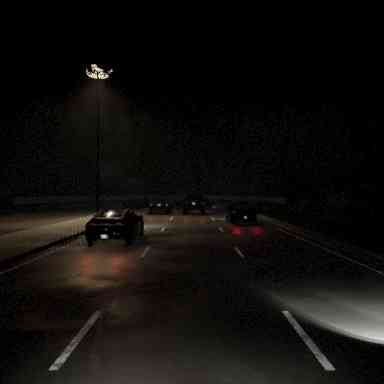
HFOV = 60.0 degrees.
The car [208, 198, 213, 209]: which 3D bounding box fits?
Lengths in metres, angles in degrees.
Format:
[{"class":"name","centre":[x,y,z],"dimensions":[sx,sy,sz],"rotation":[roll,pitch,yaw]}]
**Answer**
[{"class":"car","centre":[1.540,1.491,44.214],"dimensions":[2.128,1.511,4.902],"rotation":[0,0,12]}]

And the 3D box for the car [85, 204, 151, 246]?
[{"class":"car","centre":[-3.399,1.491,15.293],"dimensions":[2.128,1.511,4.902],"rotation":[0,0,0]}]

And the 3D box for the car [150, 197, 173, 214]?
[{"class":"car","centre":[-3.195,1.352,35.278],"dimensions":[2.097,1.767,4.553],"rotation":[0,0,2]}]

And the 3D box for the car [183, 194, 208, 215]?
[{"class":"car","centre":[0.265,1.221,34.419],"dimensions":[2.150,2.045,5.566],"rotation":[0,0,2]}]

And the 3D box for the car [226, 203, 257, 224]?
[{"class":"car","centre":[3.604,1.525,24.776],"dimensions":[1.812,1.442,4.674],"rotation":[0,0,0]}]
